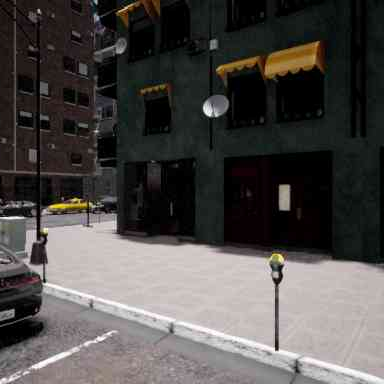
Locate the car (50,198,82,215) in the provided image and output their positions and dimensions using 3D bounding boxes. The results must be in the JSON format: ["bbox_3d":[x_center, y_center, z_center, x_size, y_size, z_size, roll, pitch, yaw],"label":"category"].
[{"bbox_3d":[-10.887,1.250,30.533,1.752,1.417,4.829,1,1,35],"label":"car"}]

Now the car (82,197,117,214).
[{"bbox_3d":[-7.296,1.182,31.157,2.128,1.511,4.902,0,1,35],"label":"car"}]

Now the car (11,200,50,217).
[{"bbox_3d":[-13.987,1.350,26.115,2.008,1.369,4.403,1,1,35],"label":"car"}]

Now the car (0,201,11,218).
[{"bbox_3d":[-14.176,1.431,20.867,1.994,1.385,4.181,0,1,32],"label":"car"}]

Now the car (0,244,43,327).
[{"bbox_3d":[-4.472,1.551,6.082,4.403,1.369,2.008,0,0,36],"label":"car"}]
